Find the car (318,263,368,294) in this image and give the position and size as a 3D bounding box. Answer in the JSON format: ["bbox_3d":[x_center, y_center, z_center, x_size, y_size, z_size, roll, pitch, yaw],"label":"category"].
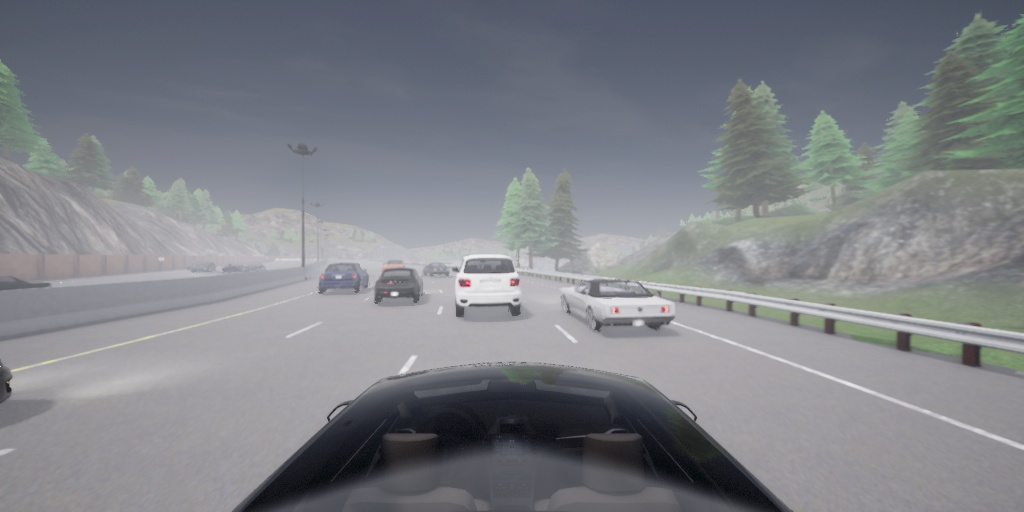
[{"bbox_3d":[-9.841,1.167,21.289,2.097,1.767,4.553,0,0,-15],"label":"car"}]

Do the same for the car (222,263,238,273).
[{"bbox_3d":[-36.550,1.585,47.250,1.895,1.301,4.718,0,0,-26],"label":"car"}]

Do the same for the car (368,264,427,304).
[{"bbox_3d":[-5.200,1.291,16.849,1.837,1.490,4.892,0,0,-11],"label":"car"}]

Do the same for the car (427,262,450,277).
[{"bbox_3d":[-7.723,1.355,36.391,2.033,1.411,5.357,0,0,-24],"label":"car"}]

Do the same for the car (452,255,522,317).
[{"bbox_3d":[-1.046,0.982,13.553,2.150,2.045,5.566,0,0,-8],"label":"car"}]

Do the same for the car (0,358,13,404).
[{"bbox_3d":[-7.114,1.298,2.347,1.837,1.490,4.892,0,0,-1],"label":"car"}]

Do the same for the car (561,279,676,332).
[{"bbox_3d":[2.845,1.337,10.887,1.895,1.301,4.718,0,0,-6],"label":"car"}]

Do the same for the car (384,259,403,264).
[{"bbox_3d":[-12.824,1.191,38.915,2.097,1.767,4.553,0,0,-25],"label":"car"}]

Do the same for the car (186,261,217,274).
[{"bbox_3d":[-40.375,1.508,47.079,1.837,1.490,4.892,0,1,-26],"label":"car"}]

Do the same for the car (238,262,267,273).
[{"bbox_3d":[-29.946,1.469,41.803,1.812,1.442,4.674,0,0,-26],"label":"car"}]

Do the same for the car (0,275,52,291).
[{"bbox_3d":[-22.756,1.492,15.008,1.895,1.301,4.718,0,0,-13],"label":"car"}]
